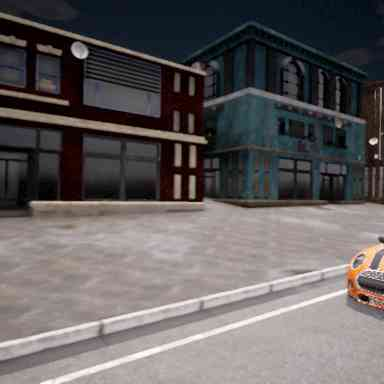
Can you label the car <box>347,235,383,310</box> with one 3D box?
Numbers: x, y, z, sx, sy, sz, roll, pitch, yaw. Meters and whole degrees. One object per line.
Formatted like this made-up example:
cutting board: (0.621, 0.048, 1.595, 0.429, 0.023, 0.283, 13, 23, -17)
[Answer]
car: (5.284, 1.372, 7.029, 4.553, 1.767, 2.097, 0, 0, -36)
